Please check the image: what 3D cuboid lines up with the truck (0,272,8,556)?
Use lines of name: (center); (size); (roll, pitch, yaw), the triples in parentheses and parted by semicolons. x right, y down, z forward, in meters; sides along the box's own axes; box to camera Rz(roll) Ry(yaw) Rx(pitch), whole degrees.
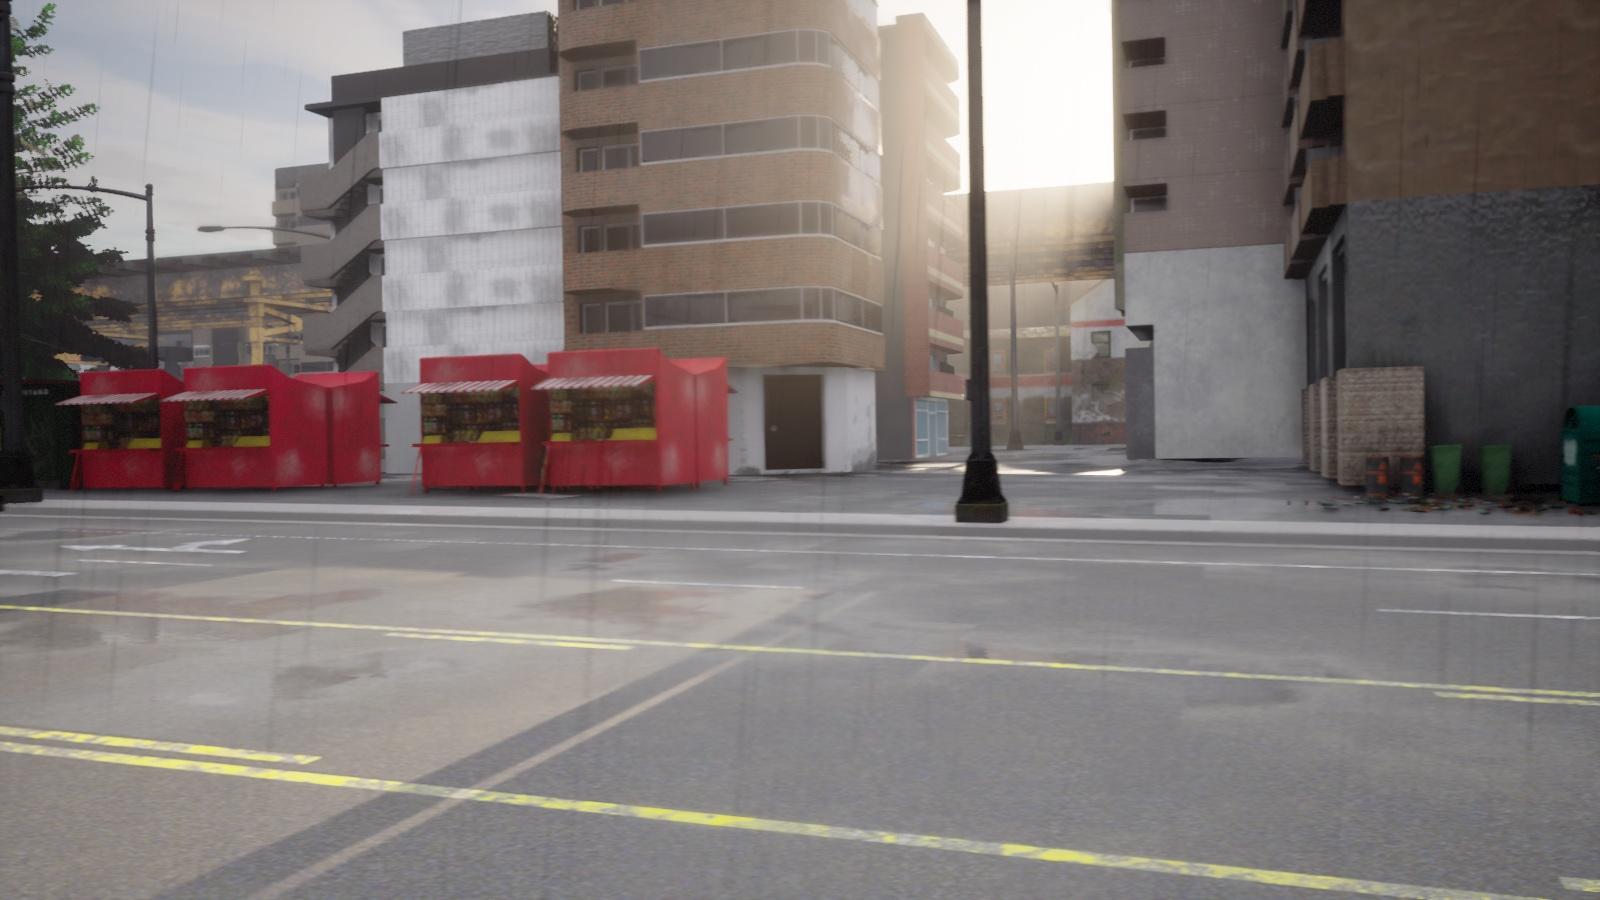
truck: (-13.922, -0.447, 15.248); (7.936, 3.462, 2.891); (0, 1, 19)
